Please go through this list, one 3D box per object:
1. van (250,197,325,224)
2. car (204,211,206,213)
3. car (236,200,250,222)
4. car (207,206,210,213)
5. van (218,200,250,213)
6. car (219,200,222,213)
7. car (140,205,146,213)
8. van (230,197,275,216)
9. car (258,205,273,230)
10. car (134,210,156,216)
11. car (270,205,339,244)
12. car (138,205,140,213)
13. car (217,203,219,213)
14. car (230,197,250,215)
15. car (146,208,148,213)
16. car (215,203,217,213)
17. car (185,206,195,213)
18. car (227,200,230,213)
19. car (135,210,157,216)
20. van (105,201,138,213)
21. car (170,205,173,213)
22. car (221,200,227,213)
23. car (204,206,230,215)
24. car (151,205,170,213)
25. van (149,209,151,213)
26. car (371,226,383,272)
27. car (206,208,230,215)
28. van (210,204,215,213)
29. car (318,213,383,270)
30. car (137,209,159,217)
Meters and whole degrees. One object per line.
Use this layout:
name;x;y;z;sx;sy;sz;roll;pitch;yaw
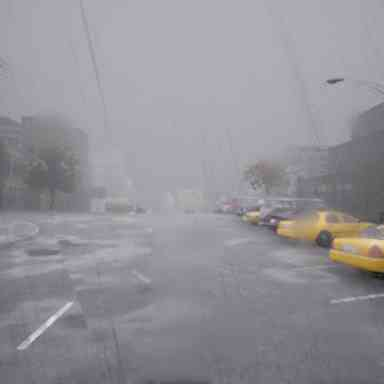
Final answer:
van;6.341;1.379;21.330;4.442;1.987;1.878;1;0;-20
car;6.035;4.275;74.038;4.892;1.521;2.231;3;-6;-21
car;6.272;1.618;24.244;5.366;1.575;1.946;1;0;-20
car;6.169;3.546;65.270;5.008;1.535;2.097;2;-5;-21
van;6.431;2.247;50.703;4.442;1.987;1.878;2;-4;-20
car;6.555;2.010;41.948;5.366;1.575;1.946;2;-3;-20
car;-11.557;2.816;58.716;5.566;2.045;2.435;1;-5;-21
van;6.524;1.579;36.081;4.442;1.987;1.878;2;-2;-20
car;6.473;1.619;18.451;4.792;1.488;2.163;1;-1;-20
car;-12.138;5.349;85.447;5.366;1.575;1.946;1;-5;-21
car;6.618;1.571;15.568;5.366;1.575;1.946;1;-1;-20
car;-11.575;2.716;55.694;4.553;1.767;2.185;1;-4;-20
car;6.370;2.141;44.799;4.892;1.521;2.231;2;-3;-20
car;6.419;1.391;27.236;5.566;2.045;2.435;1;-1;-20
car;-11.640;3.570;64.643;4.674;1.452;2.002;1;-5;-21
car;6.350;2.294;47.722;5.008;1.535;2.097;2;-4;-20
car;-0.471;4.549;80.060;2.150;2.045;5.566;0;-5;-1
car;6.416;1.729;33.112;4.892;1.521;2.231;1;-2;-20
car;-12.196;5.634;88.425;5.366;1.575;1.946;1;-6;-21
van;-11.404;2.405;52.768;4.442;1.987;1.878;1;-4;-20
car;-5.345;3.853;71.914;2.150;2.045;5.566;0;-5;-1
car;6.407;1.896;38.955;4.892;1.521;2.231;2;-2;-20
car;5.978;4.541;79.922;5.566;2.045;2.435;3;-6;-21
car;-5.213;2.914;55.798;1.994;1.385;4.181;0;-4;0
van;-11.620;3.797;70.678;4.442;1.987;1.878;1;-5;-21
car;6.395;1.550;6.702;4.792;1.488;2.163;1;0;-20
car;5.991;4.528;76.965;4.892;1.521;2.231;3;-6;-21
van;6.309;3.095;62.404;4.442;1.987;1.878;2;-5;-21
car;6.607;1.537;9.707;5.366;1.575;1.946;1;-1;-20
car;-12.107;5.682;91.481;5.566;2.045;2.435;1;-6;-21
